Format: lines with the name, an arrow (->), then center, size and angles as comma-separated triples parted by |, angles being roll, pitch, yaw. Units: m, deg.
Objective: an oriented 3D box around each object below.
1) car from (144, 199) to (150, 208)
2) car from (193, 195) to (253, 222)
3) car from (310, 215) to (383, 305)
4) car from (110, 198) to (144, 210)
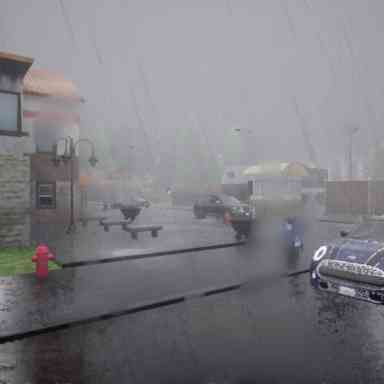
car -> -7.681, 1.526, 46.781 | 1.812, 1.442, 4.674 | 0, 0, -39
car -> 2.323, 1.222, 25.666 | 2.150, 2.045, 5.566 | 0, 0, -35
car -> 4.807, 1.352, 7.898 | 4.553, 1.767, 2.097 | 0, 0, -38
car -> -8.312, 1.548, 40.733 | 2.033, 1.411, 5.357 | 0, 0, -35
